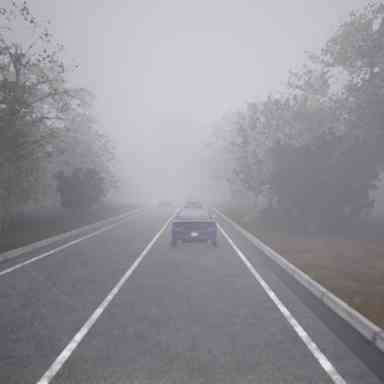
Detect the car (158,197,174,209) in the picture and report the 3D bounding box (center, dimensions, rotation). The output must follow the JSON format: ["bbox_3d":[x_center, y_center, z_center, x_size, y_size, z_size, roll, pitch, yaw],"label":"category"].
[{"bbox_3d":[-3.574,1.431,45.895,1.882,1.535,5.008,0,0,0],"label":"car"}]

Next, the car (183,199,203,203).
[{"bbox_3d":[0.092,1.457,35.502,2.128,1.511,4.902,0,0,0],"label":"car"}]

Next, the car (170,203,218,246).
[{"bbox_3d":[0.094,1.466,15.238,1.882,1.535,5.008,0,0,0],"label":"car"}]
